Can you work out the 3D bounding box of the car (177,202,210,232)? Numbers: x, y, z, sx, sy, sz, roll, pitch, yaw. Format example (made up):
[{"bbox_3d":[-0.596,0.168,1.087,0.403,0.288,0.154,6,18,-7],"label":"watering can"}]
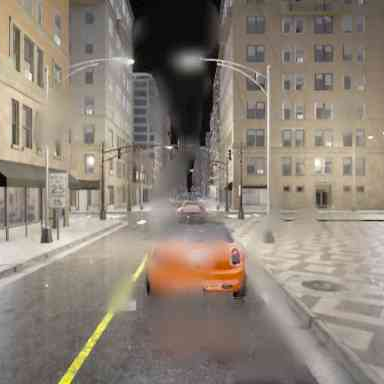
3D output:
[{"bbox_3d":[0.073,1.515,21.621,1.882,1.535,5.008,0,0,0],"label":"car"}]

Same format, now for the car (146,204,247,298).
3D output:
[{"bbox_3d":[0.086,1.367,8.744,2.097,1.767,4.553,0,0,0],"label":"car"}]
